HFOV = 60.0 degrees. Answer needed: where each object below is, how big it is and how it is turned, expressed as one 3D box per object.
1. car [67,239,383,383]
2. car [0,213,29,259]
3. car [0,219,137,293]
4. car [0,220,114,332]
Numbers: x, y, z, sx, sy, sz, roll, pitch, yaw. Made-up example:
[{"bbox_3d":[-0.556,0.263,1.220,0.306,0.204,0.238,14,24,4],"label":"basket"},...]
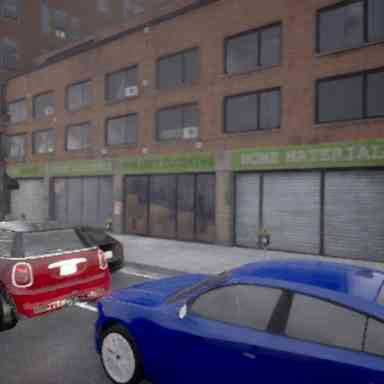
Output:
[{"bbox_3d":[0.977,1.504,3.656,5.008,1.535,1.882,0,0,36],"label":"car"},{"bbox_3d":[-8.425,1.581,12.874,4.829,1.417,1.752,0,0,36],"label":"car"},{"bbox_3d":[-3.828,1.614,9.544,4.313,1.339,1.947,0,0,36],"label":"car"},{"bbox_3d":[-3.893,1.386,7.110,4.553,1.767,2.097,0,0,36],"label":"car"}]
